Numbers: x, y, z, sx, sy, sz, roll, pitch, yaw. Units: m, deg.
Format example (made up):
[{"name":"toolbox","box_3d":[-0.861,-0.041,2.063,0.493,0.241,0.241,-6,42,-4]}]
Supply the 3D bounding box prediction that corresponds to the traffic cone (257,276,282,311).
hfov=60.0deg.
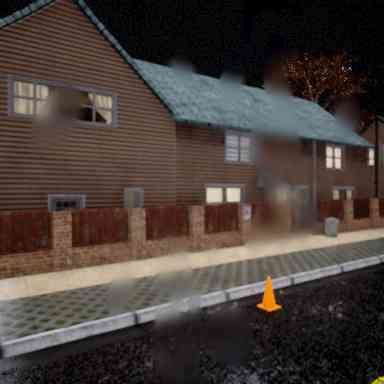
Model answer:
[{"name":"traffic cone","box_3d":[1.474,1.907,6.358,0.340,0.580,0.340,-1,0,-34]}]
